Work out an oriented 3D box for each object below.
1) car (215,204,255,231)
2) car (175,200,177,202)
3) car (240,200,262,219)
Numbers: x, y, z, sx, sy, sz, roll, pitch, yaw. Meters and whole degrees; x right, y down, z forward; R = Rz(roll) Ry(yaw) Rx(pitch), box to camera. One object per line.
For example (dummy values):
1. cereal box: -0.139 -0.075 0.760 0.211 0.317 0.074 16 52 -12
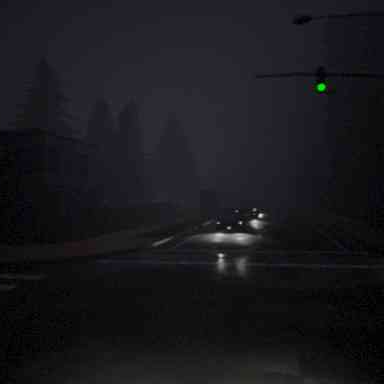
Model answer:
1. car: 2.864 1.769 22.469 2.033 1.411 5.357 -2 -1 14
2. car: -4.191 2.294 81.246 1.932 1.855 4.605 -2 -1 13
3. car: 5.352 1.639 32.174 2.097 1.767 4.553 -2 -1 14
